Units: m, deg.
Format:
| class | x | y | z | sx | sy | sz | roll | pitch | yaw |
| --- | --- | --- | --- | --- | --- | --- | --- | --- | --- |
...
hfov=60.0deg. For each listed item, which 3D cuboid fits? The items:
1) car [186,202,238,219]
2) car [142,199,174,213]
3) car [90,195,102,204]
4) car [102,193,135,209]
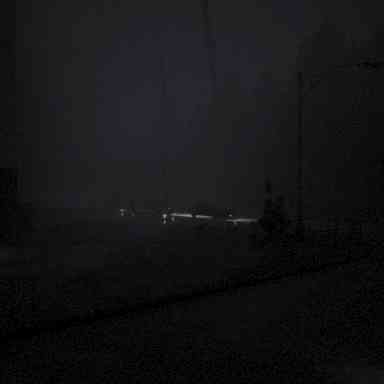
| class | x | y | z | sx | sy | sz | roll | pitch | yaw |
| --- | --- | --- | --- | --- | --- | --- | --- | --- | --- |
| car | 1.595 | 1.547 | 29.322 | 2.033 | 1.411 | 5.357 | 0 | 0 | -36 |
| car | -3.806 | 1.491 | 36.868 | 2.128 | 1.511 | 4.902 | 0 | 0 | -36 |
| car | -18.055 | 1.352 | 63.971 | 2.097 | 1.767 | 4.553 | 0 | 0 | -35 |
| car | -9.842 | 1.222 | 45.320 | 2.150 | 2.045 | 5.566 | 0 | 0 | -35 |
